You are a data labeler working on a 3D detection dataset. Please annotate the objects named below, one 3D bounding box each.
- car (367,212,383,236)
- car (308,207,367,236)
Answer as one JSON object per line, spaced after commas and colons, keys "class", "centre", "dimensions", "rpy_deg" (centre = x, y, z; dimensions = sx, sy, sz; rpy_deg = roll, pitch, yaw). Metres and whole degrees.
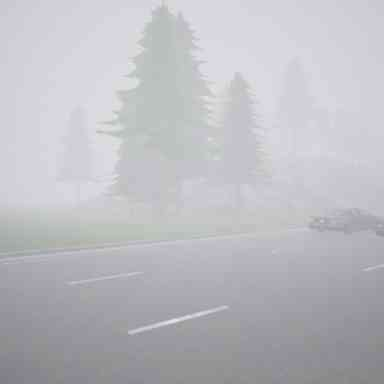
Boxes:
{"class": "car", "centre": [10.775, 1.554, 15.740], "dimensions": [5.357, 1.411, 2.033], "rpy_deg": [0, 0, -36]}
{"class": "car", "centre": [8.738, 1.554, 18.585], "dimensions": [5.357, 1.411, 2.033], "rpy_deg": [0, 0, -36]}
